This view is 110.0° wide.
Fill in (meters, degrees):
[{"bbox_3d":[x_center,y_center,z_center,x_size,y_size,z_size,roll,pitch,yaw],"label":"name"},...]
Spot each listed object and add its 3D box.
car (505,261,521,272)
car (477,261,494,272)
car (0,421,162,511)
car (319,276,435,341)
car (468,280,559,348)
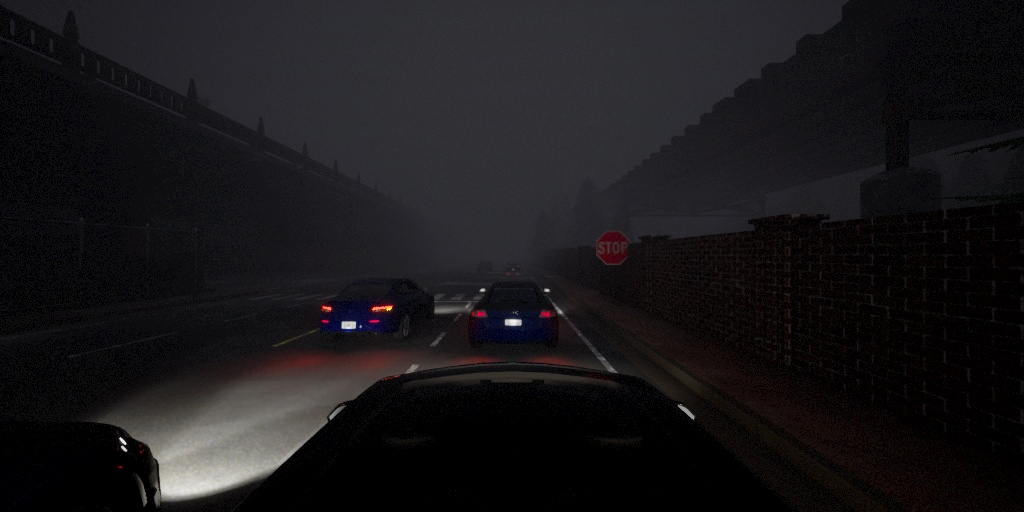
[{"bbox_3d":[0.096,1.351,46.082,1.895,1.301,4.718,0,0,-1],"label":"car"},{"bbox_3d":[-3.399,1.297,45.914,2.033,1.411,5.357,0,0,-1],"label":"car"},{"bbox_3d":[-3.398,1.314,0.690,1.994,1.385,4.181,0,0,0],"label":"car"},{"bbox_3d":[-3.413,1.276,9.786,1.812,1.442,4.674,0,0,0],"label":"car"},{"bbox_3d":[0.069,1.314,9.263,1.994,1.385,4.181,0,0,1],"label":"car"}]
